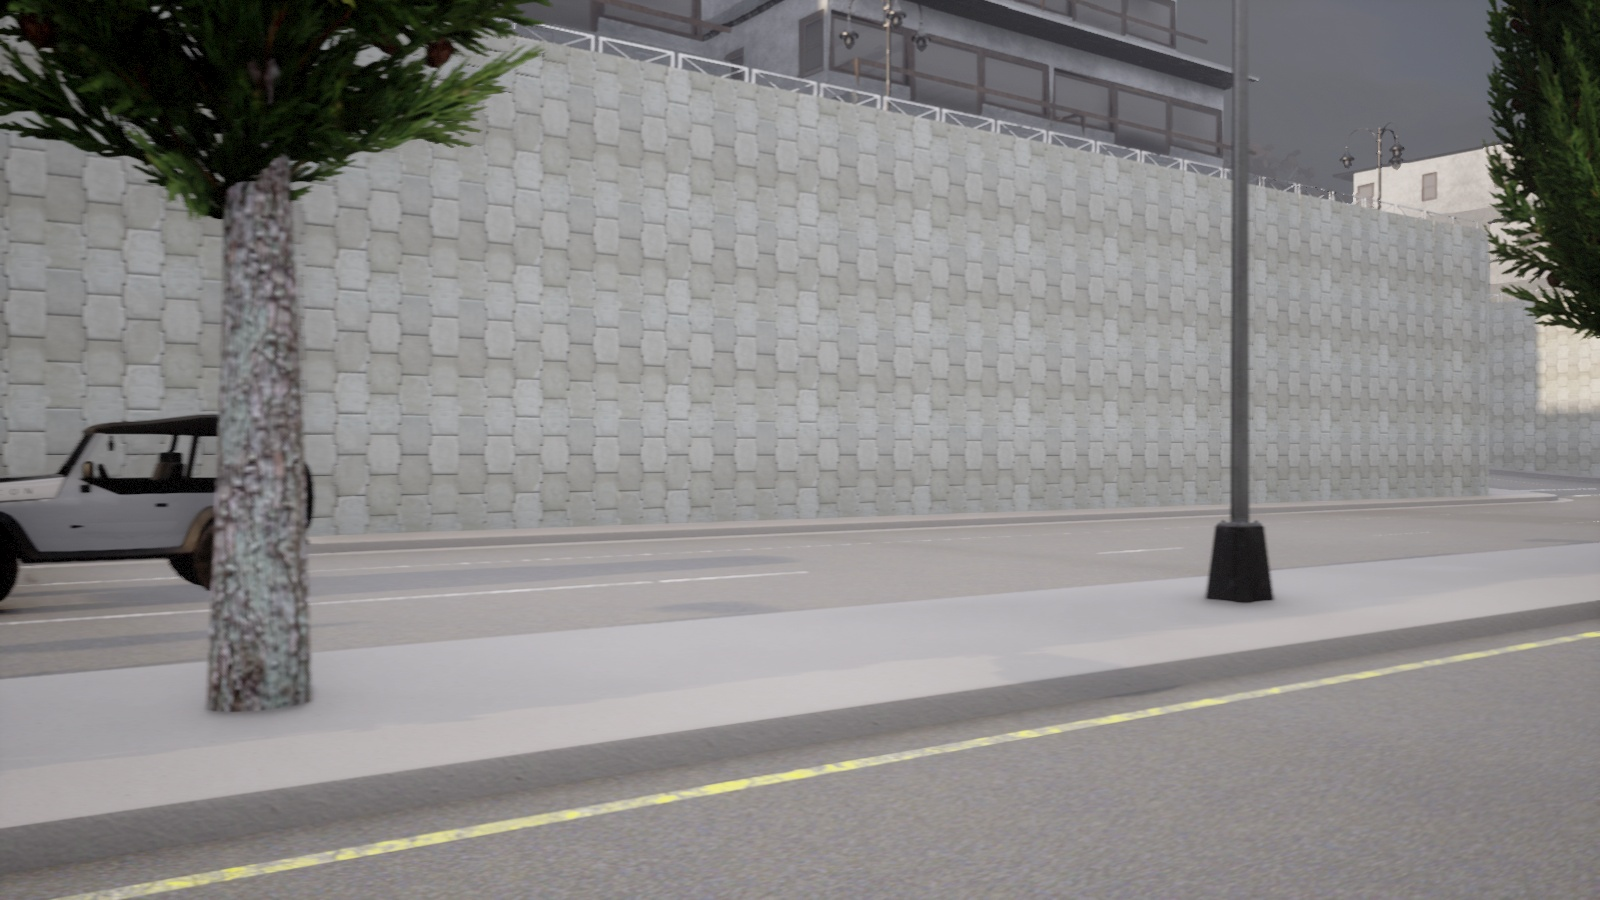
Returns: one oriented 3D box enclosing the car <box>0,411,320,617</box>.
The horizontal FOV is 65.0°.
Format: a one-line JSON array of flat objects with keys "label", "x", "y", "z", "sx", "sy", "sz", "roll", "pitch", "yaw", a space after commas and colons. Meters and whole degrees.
[{"label": "car", "x": -7.118, "y": 0.587, "z": 12.716, "sx": 3.866, "sy": 1.878, "sz": 1.905, "roll": 0, "pitch": 0, "yaw": -35}]
